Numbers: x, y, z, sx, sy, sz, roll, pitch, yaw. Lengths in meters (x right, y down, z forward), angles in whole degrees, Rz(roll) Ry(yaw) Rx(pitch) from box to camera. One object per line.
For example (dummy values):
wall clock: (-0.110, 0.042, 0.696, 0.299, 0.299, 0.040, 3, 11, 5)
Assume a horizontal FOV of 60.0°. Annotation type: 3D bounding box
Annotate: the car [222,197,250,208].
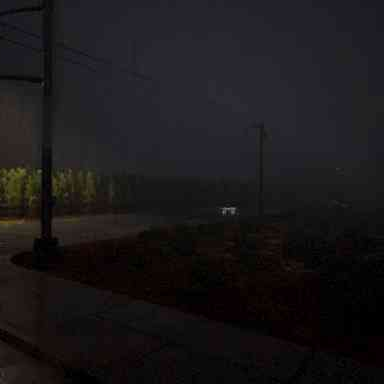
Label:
car: (5.974, 1.330, 44.472, 2.033, 1.411, 5.357, 1, 0, 33)
